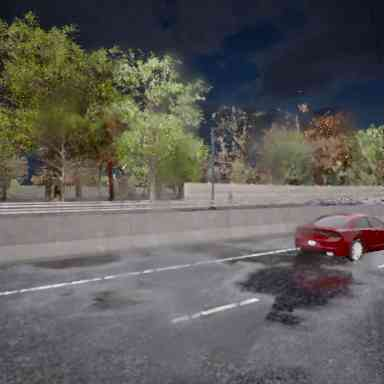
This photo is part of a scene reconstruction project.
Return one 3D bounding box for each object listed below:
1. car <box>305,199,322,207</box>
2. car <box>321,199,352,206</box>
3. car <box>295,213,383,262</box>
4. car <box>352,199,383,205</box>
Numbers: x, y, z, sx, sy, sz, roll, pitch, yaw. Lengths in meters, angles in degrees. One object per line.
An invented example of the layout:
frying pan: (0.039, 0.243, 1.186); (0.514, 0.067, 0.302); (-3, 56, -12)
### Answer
car: (17.698, 1.654, 46.597); (4.181, 1.385, 1.994); (0, 0, -36)
car: (19.580, 1.691, 43.735); (4.718, 1.301, 1.895); (0, 0, -35)
car: (5.930, 1.499, 12.293); (5.008, 1.535, 1.882); (0, 0, -35)
car: (22.349, 1.618, 41.407); (4.674, 1.442, 1.812); (0, 0, -35)
